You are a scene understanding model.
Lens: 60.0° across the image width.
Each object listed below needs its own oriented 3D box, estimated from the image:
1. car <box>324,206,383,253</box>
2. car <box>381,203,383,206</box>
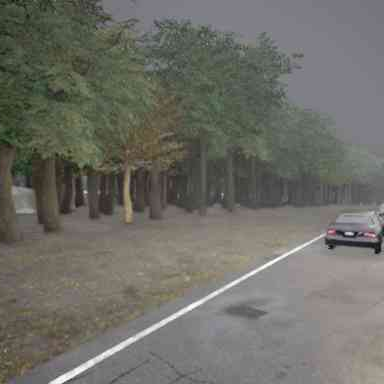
[{"bbox_3d":[6.762,1.472,13.468,2.033,1.411,5.357,0,0,33],"label":"car"},{"bbox_3d":[17.979,1.525,29.828,1.812,1.442,4.674,0,-1,35],"label":"car"}]
